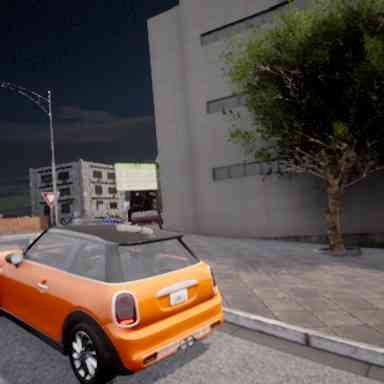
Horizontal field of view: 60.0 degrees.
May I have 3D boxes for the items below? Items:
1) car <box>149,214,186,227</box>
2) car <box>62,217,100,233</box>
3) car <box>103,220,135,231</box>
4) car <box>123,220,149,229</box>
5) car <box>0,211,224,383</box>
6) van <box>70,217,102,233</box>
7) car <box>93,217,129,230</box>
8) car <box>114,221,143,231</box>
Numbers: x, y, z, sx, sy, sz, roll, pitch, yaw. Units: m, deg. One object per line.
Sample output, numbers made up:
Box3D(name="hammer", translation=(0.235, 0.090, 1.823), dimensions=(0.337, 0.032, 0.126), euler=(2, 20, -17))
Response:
Box3D(name="car", translation=(-3.576, 4.184, 48.723), dimensions=(5.008, 1.535, 2.097), euler=(-7, -8, 22))
Box3D(name="car", translation=(-14.365, 4.211, 43.223), dimensions=(2.097, 1.767, 4.553), euler=(-7, -6, 23))
Box3D(name="car", translation=(-12.894, 5.973, 58.502), dimensions=(5.366, 1.575, 1.946), euler=(-7, -8, 23))
Box3D(name="car", translation=(-9.248, 5.428, 54.937), dimensions=(1.895, 1.301, 4.718), euler=(-7, -8, 23))
Box3D(name="car", translation=(-1.766, 1.312, 5.591), dimensions=(4.553, 1.767, 2.097), euler=(1, 1, 41))
Box3D(name="van", translation=(-16.214, 5.029, 50.748), dimensions=(4.442, 1.987, 1.878), euler=(-7, -7, 23))
Box3D(name="car", translation=(-10.631, 4.132, 43.922), dimensions=(1.882, 1.535, 5.008), euler=(-7, -6, 23))
Box3D(name="car", translation=(-11.587, 6.228, 60.965), dimensions=(4.792, 1.488, 2.163), euler=(-7, -8, 23))
